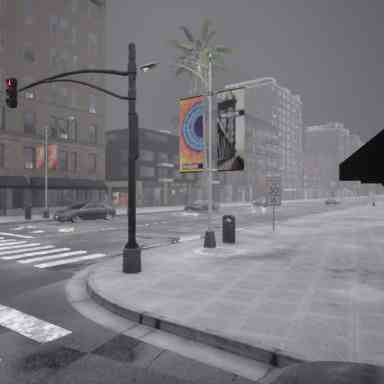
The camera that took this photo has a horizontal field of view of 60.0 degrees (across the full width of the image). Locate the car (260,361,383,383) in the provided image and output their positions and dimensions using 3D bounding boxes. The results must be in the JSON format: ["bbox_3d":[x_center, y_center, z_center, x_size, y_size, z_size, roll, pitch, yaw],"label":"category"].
[{"bbox_3d":[2.171,1.551,1.302,4.403,1.369,2.008,0,0,35],"label":"car"}]

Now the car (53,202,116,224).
[{"bbox_3d":[-7.958,1.523,25.007,1.837,1.490,4.892,0,0,35],"label":"car"}]

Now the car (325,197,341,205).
[{"bbox_3d":[26.315,1.711,62.095,1.994,1.385,4.181,0,0,35],"label":"car"}]

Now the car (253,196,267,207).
[{"bbox_3d":[11.265,1.471,52.167,2.097,1.767,4.553,0,0,35],"label":"car"}]

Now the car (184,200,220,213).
[{"bbox_3d":[1.272,1.596,38.124,2.033,1.411,5.357,0,0,35],"label":"car"}]
